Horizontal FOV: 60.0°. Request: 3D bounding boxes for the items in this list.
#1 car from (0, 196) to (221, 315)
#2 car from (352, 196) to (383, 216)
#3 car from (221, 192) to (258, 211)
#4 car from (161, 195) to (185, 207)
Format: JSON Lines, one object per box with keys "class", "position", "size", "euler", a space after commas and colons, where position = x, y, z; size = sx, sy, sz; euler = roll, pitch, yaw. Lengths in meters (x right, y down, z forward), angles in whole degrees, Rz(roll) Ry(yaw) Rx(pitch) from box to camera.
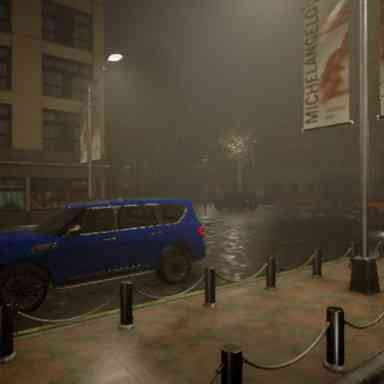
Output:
{"class": "car", "position": [-2.235, 1.200, 7.916], "size": [5.566, 2.045, 2.150], "euler": [-1, 1, -35]}
{"class": "car", "position": [16.572, 1.156, 29.282], "size": [4.553, 1.767, 2.097], "euler": [0, 0, -4]}
{"class": "car", "position": [4.929, 1.057, 37.473], "size": [2.150, 2.045, 5.566], "euler": [0, 0, -37]}
{"class": "car", "position": [-2.848, 1.322, 49.523], "size": [2.128, 1.511, 4.902], "euler": [-1, 0, -22]}
